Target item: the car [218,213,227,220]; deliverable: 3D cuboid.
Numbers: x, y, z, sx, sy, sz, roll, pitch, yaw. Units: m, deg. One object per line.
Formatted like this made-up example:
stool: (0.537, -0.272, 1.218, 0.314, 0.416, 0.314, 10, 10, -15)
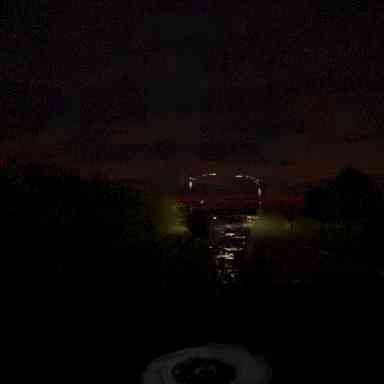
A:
car: (8.350, 6.666, 88.650, 1.994, 1.385, 4.181, -2, -3, 2)
